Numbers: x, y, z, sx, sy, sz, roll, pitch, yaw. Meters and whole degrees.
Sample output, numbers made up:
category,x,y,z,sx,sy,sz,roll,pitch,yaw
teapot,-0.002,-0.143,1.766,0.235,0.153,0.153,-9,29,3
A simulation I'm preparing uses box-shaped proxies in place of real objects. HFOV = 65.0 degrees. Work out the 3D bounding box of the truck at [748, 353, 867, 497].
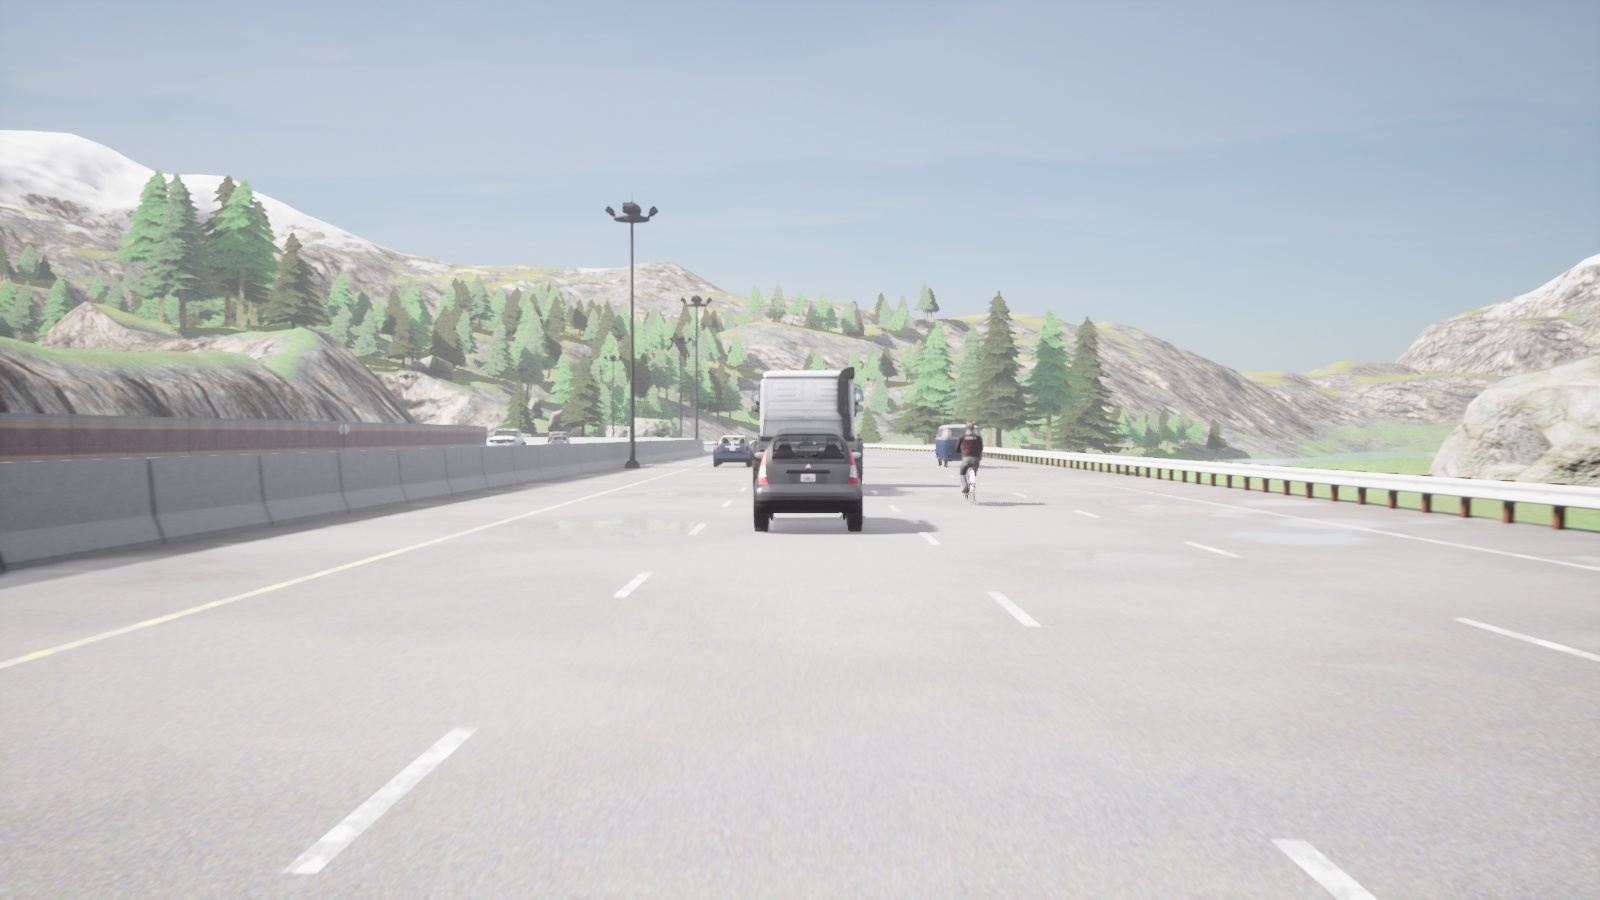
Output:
category,x,y,z,sx,sy,sz,roll,pitch,yaw
truck,0.203,-0.643,34.268,2.891,3.462,7.936,0,1,0

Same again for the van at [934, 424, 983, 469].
category,x,y,z,sx,sy,sz,roll,pitch,yaw
van,7.337,-0.191,58.531,1.775,1.987,4.442,0,1,0

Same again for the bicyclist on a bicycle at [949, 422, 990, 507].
category,x,y,z,sx,sy,sz,roll,pitch,yaw
bicyclist on a bicycle,3.665,0.295,27.301,0.659,1.776,1.843,0,1,0

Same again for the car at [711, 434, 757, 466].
category,x,y,z,sx,sy,sz,roll,pitch,yaw
car,-3.151,-0.012,60.705,1.970,1.475,3.806,0,1,0

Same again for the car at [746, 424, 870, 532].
category,x,y,z,sx,sy,sz,roll,pitch,yaw
car,0.130,0.396,20.879,1.851,1.617,3.988,0,1,0
